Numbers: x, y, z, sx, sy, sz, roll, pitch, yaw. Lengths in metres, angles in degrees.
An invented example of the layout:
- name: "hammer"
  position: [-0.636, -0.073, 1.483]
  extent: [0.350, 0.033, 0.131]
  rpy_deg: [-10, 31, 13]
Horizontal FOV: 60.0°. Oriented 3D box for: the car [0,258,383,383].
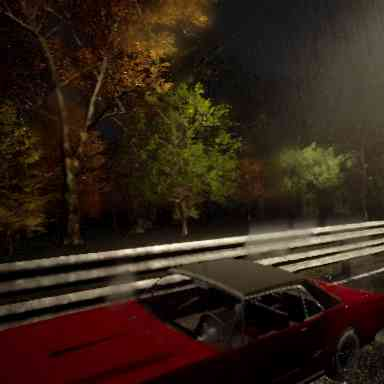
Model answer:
- name: "car"
  position: [0.207, 1.586, 3.833]
  extent: [4.718, 1.301, 1.895]
  rpy_deg: [0, 0, -36]
